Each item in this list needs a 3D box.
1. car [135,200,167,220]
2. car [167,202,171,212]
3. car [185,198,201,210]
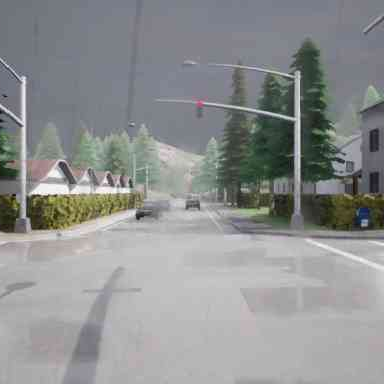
[{"bbox_3d":[-3.587,1.558,28.614,2.033,1.411,5.357,0,0,0],"label":"car"},{"bbox_3d":[-3.562,1.578,38.531,1.994,1.385,4.181,0,0,1],"label":"car"},{"bbox_3d":[0.118,1.521,43.264,1.837,1.490,4.892,0,0,0],"label":"car"}]
